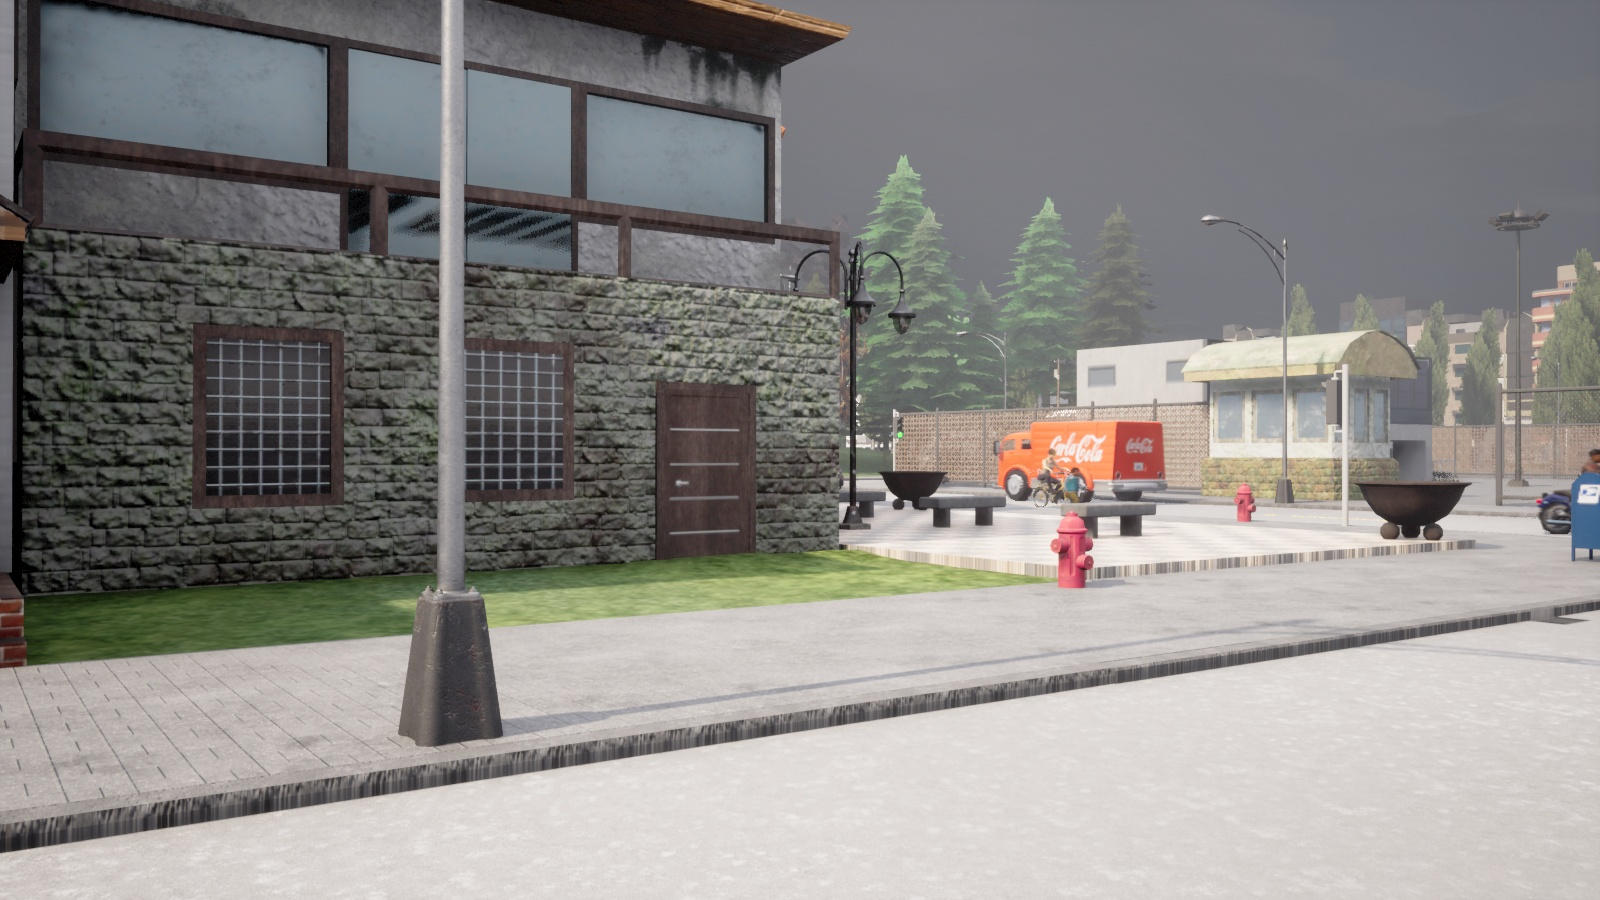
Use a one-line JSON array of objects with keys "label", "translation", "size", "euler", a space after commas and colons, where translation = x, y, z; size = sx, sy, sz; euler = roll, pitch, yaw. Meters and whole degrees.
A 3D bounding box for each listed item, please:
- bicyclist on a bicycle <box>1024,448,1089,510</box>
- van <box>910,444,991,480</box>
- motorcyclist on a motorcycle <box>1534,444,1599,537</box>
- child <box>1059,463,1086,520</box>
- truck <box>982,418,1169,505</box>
[{"label": "bicyclist on a bicycle", "translation": [6.857, 0.749, 33.627], "size": [0.866, 1.612, 1.509], "euler": [0, 0, -35]}, {"label": "van", "translation": [8.448, 0.651, 70.230], "size": [4.442, 1.987, 1.775], "euler": [0, 0, -35]}, {"label": "motorcyclist on a motorcycle", "translation": [14.586, 0.719, 22.508], "size": [0.766, 1.649, 2.350], "euler": [0, 0, -35]}, {"label": "child", "translation": [5.811, 0.883, 26.820], "size": [0.448, 1.192, 0.343], "euler": [0, 0, 42]}, {"label": "truck", "translation": [8.341, 0.335, 38.497], "size": [2.627, 2.467, 5.204], "euler": [0, 0, -35]}]
